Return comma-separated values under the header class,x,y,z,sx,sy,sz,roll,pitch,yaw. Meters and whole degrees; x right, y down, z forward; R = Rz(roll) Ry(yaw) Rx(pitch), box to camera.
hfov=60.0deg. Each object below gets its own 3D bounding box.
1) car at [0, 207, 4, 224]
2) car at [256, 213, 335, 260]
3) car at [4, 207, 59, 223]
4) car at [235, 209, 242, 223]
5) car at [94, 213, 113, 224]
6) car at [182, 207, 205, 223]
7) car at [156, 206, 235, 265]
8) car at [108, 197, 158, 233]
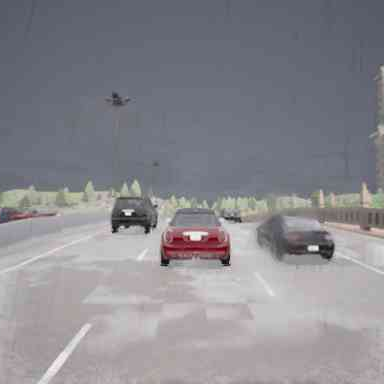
class,x,y,z,sx,sy,sz,roll,pitch,yaw
car,-14.088,1.800,24.174,2.033,1.411,5.357,0,-3,0
car,3.607,1.506,12.190,1.812,1.442,4.674,0,0,0
car,-10.588,1.803,23.014,1.895,1.301,4.718,0,-2,0
car,3.619,2.287,32.226,2.033,1.411,5.357,0,-4,0
car,-17.473,5.327,65.740,2.150,2.045,5.566,0,-6,0
car,0.114,2.288,32.235,2.033,1.411,5.357,0,-4,0
car,0.106,1.332,11.694,2.097,1.767,4.553,0,0,0
car,-3.391,1.327,20.348,2.150,2.045,5.566,0,-2,0
